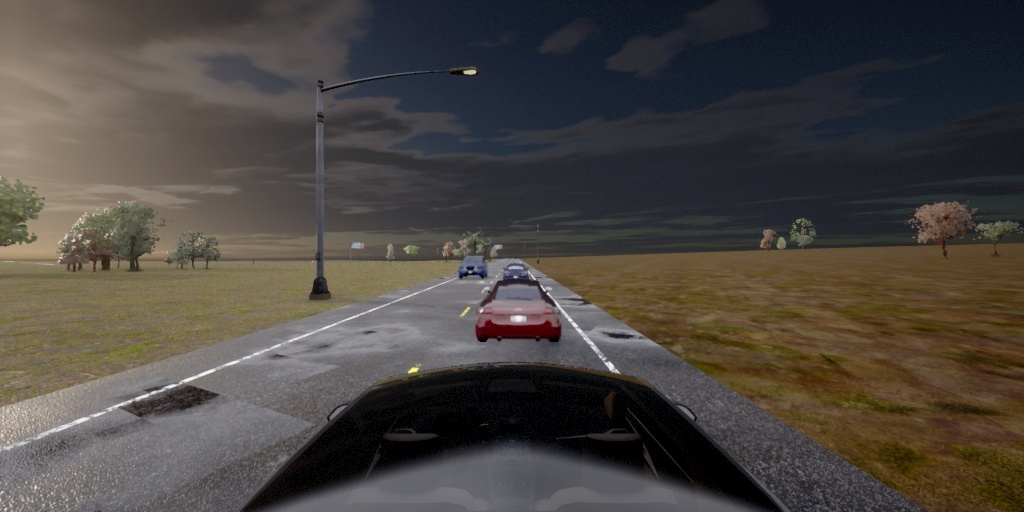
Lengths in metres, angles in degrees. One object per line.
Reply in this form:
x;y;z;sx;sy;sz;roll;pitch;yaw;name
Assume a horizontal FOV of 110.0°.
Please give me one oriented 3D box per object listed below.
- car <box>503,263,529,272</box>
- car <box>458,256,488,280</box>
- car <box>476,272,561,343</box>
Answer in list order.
0.296;1.281;27.066;1.812;1.442;4.674;0;0;1;car
-3.372;0.977;31.951;2.150;2.045;5.566;0;0;0;car
0.159;1.316;9.697;1.994;1.385;4.181;0;0;1;car
